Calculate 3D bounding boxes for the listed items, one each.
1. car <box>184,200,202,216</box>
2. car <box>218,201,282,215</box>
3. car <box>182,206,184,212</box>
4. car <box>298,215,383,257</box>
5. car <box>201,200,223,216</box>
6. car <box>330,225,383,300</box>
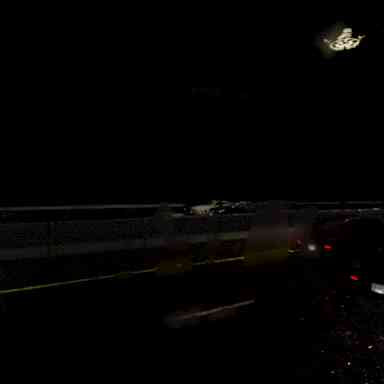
[{"bbox_3d":[2.036,1.467,29.746,4.674,1.442,1.812,0,0,-28],"label":"car"},{"bbox_3d":[4.272,1.529,22.956,4.181,1.385,1.994,0,0,-29],"label":"car"},{"bbox_3d":[1.099,1.494,33.192,4.181,1.385,1.994,0,0,-28],"label":"car"},{"bbox_3d":[5.669,1.521,11.435,4.674,1.442,1.812,0,0,-31],"label":"car"},{"bbox_3d":[3.588,1.445,26.589,4.902,1.511,2.128,0,0,-29],"label":"car"},{"bbox_3d":[5.244,1.529,7.070,4.674,1.442,1.812,0,0,-32],"label":"car"}]
